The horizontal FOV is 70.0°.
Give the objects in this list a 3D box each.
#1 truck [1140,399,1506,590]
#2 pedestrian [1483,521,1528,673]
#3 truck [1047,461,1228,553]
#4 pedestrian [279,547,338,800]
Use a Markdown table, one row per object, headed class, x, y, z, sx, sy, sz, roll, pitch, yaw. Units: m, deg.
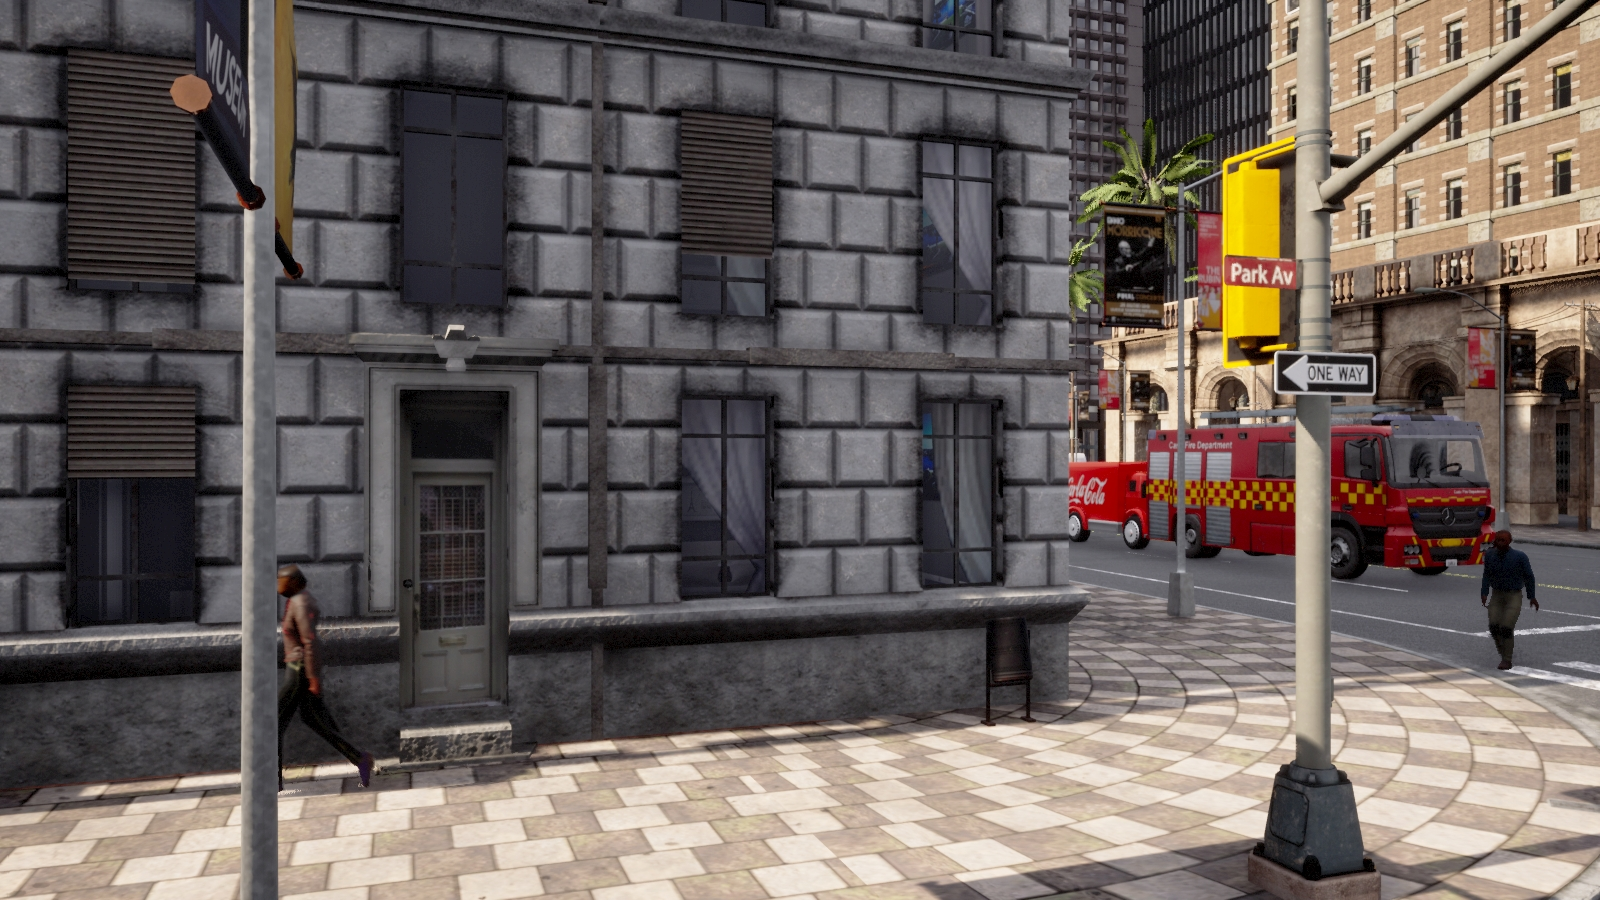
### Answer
| class | x | y | z | sx | sy | sz | roll | pitch | yaw |
| --- | --- | --- | --- | --- | --- | --- | --- | --- | --- |
| truck | 11.966 | 0.892 | 27.385 | 2.891 | 3.827 | 8.468 | 0 | 0 | -19 |
| pedestrian | 8.963 | 1.848 | 14.516 | 0.375 | 1.860 | 0.375 | 0 | 0 | -37 |
| truck | 9.884 | 1.568 | 34.016 | 2.627 | 2.467 | 5.204 | 0 | 0 | -19 |
| pedestrian | -3.788 | 1.696 | 8.814 | 0.375 | 1.860 | 0.375 | 0 | 0 | -17 |
